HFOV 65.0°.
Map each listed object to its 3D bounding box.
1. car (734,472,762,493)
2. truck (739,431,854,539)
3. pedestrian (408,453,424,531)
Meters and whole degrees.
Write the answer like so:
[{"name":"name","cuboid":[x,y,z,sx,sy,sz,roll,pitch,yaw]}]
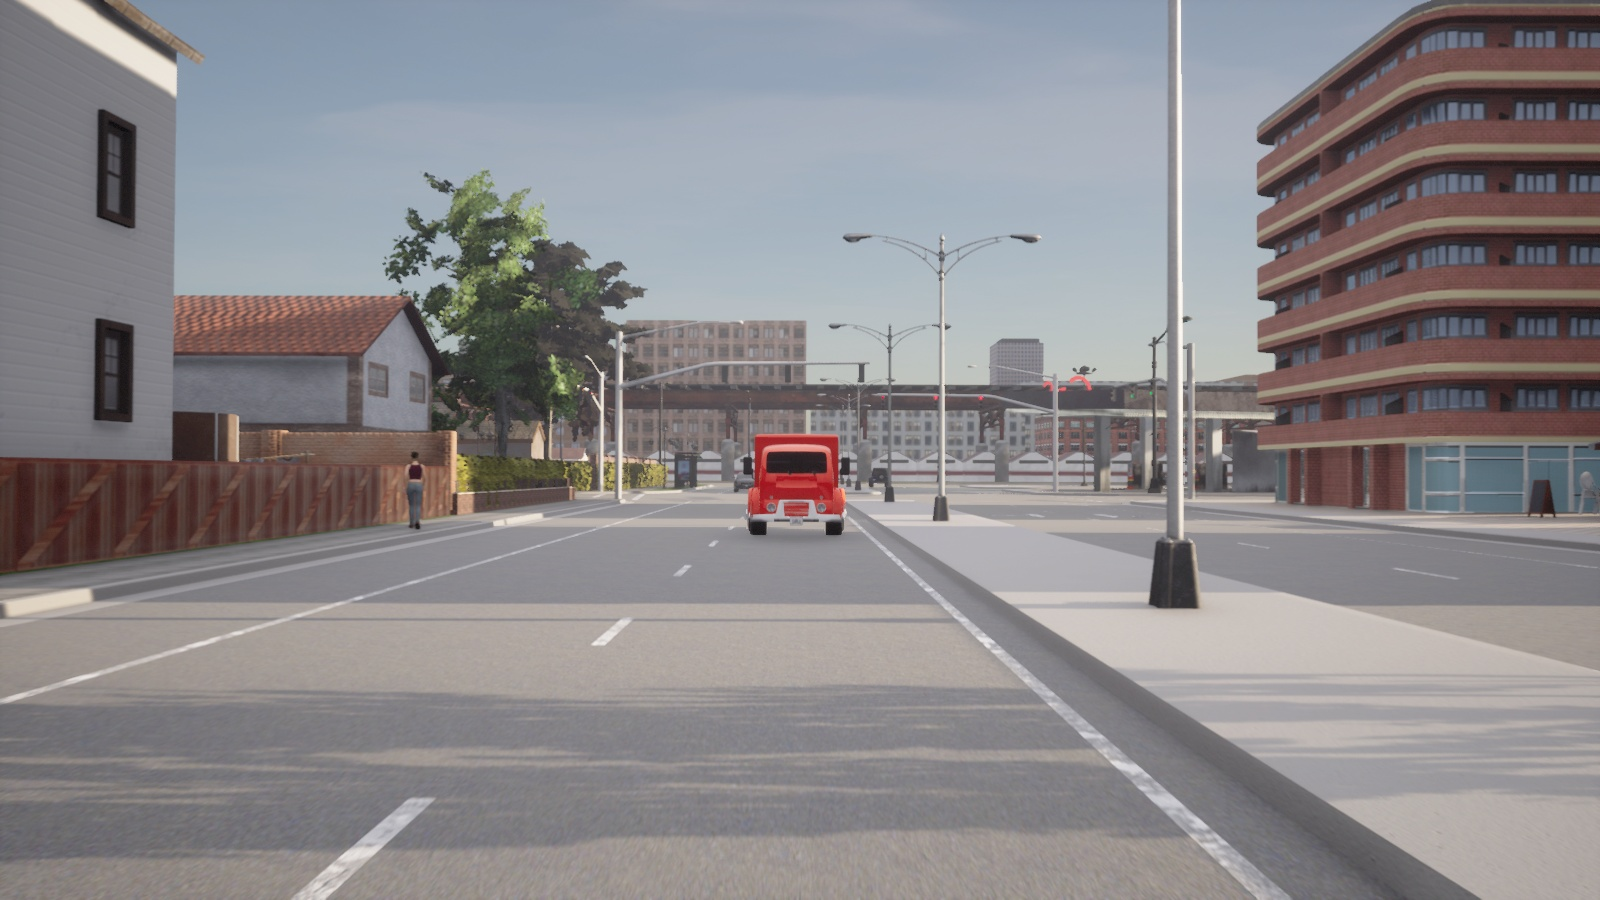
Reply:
[{"name":"car","cuboid":[-3.757,2.340,90.824,1.837,1.490,4.892,0,-1,-1]},{"name":"truck","cuboid":[-0.085,0.851,31.537,2.627,2.467,5.204,0,-1,0]},{"name":"pedestrian","cuboid":[-9.121,1.000,29.822,0.345,1.836,0.594,0,-1,-16]}]
